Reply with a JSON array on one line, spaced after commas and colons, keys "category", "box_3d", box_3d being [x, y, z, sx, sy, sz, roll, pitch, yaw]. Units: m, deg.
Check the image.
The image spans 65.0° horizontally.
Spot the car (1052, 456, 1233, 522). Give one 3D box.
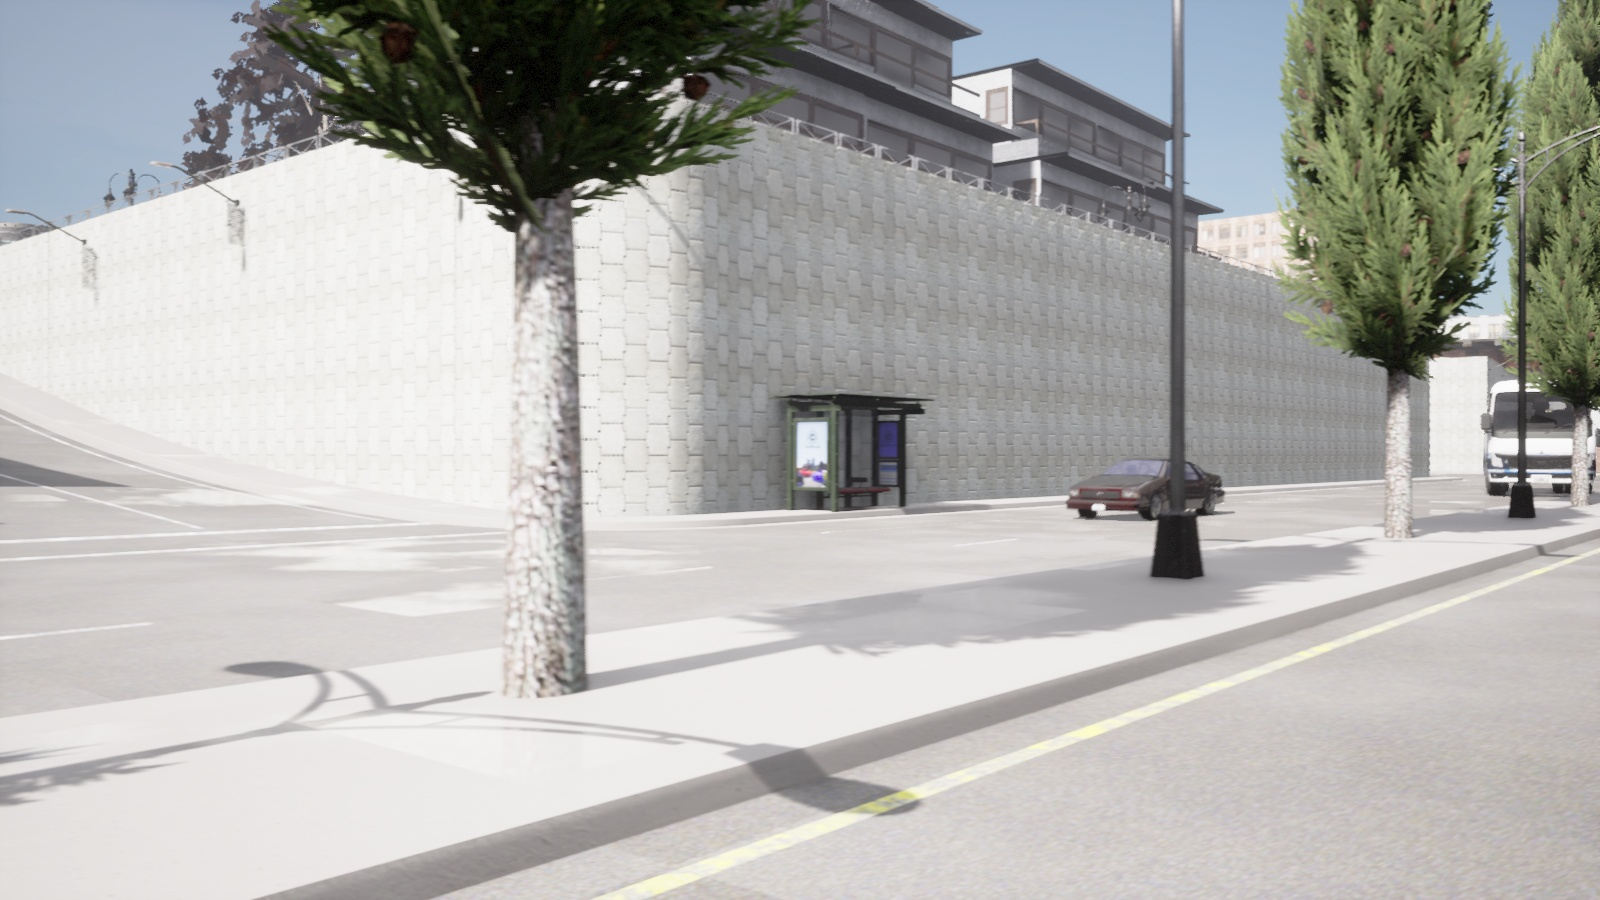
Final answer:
[{"category": "car", "box_3d": [8.183, 0.847, 29.614, 2.033, 1.411, 5.357, 0, 0, 40]}]

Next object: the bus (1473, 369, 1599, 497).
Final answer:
[{"category": "bus", "box_3d": [27.487, -0.576, 47.079, 3.944, 4.253, 10.273, 0, 0, 28]}]
